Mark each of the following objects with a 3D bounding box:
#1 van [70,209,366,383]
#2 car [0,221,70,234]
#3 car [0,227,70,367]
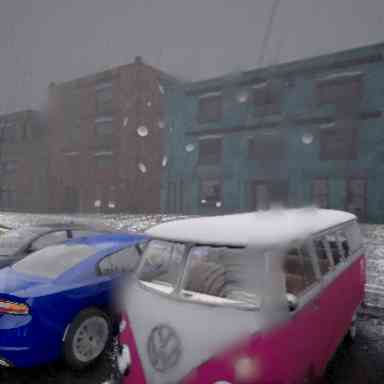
[{"bbox_3d":[0.960,1.257,4.316,1.878,1.987,4.442,0,0,35],"label":"van"},{"bbox_3d":[-3.502,1.490,7.646,2.097,1.535,5.008,0,0,35],"label":"car"},{"bbox_3d":[-1.241,1.486,6.022,2.097,1.535,5.008,0,0,35],"label":"car"}]
